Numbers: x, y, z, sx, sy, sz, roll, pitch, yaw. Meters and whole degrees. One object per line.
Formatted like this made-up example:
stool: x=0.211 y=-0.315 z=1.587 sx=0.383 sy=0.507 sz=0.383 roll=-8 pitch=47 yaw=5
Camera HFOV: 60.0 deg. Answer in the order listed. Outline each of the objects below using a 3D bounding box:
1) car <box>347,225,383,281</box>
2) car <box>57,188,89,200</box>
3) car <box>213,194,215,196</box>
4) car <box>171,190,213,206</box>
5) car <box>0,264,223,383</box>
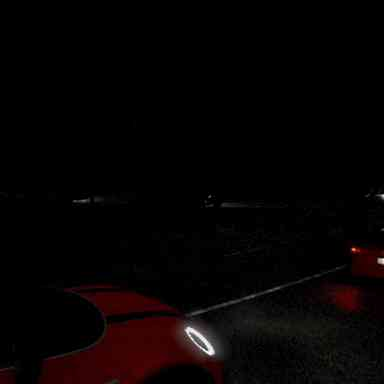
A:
car: x=5.802 y=1.474 z=8.665 sx=4.181 sy=1.385 sz=1.994 roll=-1 pitch=1 yaw=-41
car: x=-18.704 y=0.369 z=51.323 sx=5.008 sy=1.535 sz=1.882 roll=2 pitch=4 yaw=33
car: x=1.041 y=0.535 z=42.656 sx=4.553 sy=1.767 sz=2.097 roll=0 pitch=3 yaw=33
car: x=-0.456 y=0.840 z=39.468 sx=4.902 sy=1.511 sz=2.128 roll=0 pitch=3 yaw=33
car: x=-1.912 y=1.352 z=2.571 sx=4.553 sy=1.767 sz=2.097 roll=0 pitch=0 yaw=-35
